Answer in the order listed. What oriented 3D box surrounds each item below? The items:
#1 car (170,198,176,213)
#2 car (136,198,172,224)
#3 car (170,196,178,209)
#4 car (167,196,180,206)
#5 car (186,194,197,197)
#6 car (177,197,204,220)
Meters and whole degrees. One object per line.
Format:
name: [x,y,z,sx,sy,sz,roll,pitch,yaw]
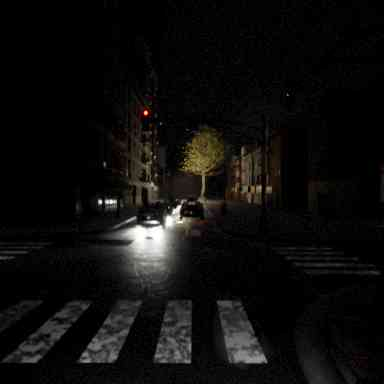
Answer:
car: [-2.944,1.567,34.000,1.895,1.301,4.718,0,0,0]
car: [-2.916,1.467,24.789,2.128,1.511,4.902,0,0,0]
car: [-2.939,1.523,43.186,1.994,1.385,4.181,0,0,0]
car: [-2.903,1.457,53.509,1.837,1.490,4.892,0,0,0]
car: [-0.092,1.299,69.396,2.097,1.767,4.553,0,0,0]
car: [-0.028,1.450,28.201,1.882,1.535,5.008,0,0,1]
